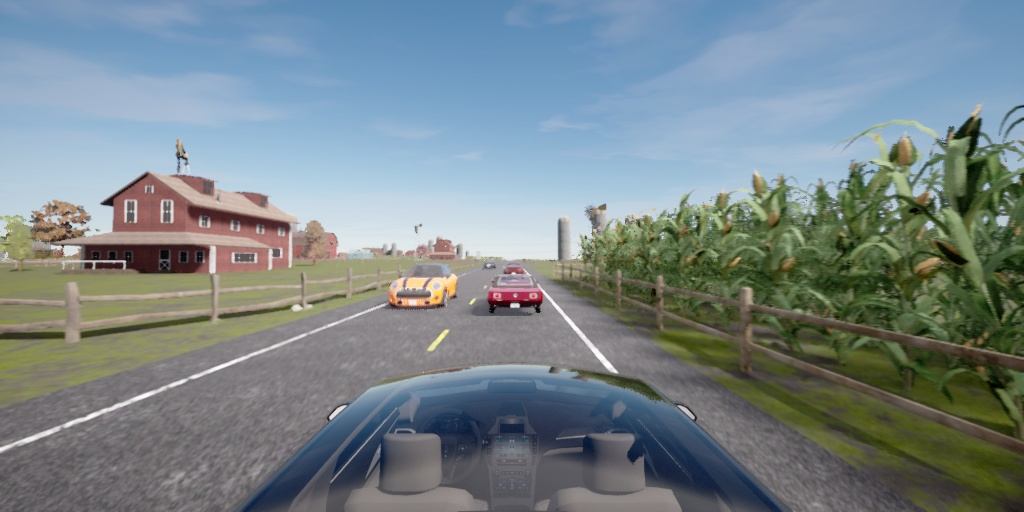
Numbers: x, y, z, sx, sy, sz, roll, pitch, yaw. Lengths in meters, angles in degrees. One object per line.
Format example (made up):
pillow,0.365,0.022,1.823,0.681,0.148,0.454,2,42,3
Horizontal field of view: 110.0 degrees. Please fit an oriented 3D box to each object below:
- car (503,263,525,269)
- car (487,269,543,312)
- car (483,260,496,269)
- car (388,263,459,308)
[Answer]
car,0.141,1.299,32.121,1.812,1.442,4.674,0,0,0
car,0.112,1.357,14.156,1.895,1.301,4.718,0,0,0
car,-3.503,1.308,56.681,2.128,1.511,4.902,0,0,0
car,-3.587,1.108,15.266,2.097,1.767,4.553,0,0,0
